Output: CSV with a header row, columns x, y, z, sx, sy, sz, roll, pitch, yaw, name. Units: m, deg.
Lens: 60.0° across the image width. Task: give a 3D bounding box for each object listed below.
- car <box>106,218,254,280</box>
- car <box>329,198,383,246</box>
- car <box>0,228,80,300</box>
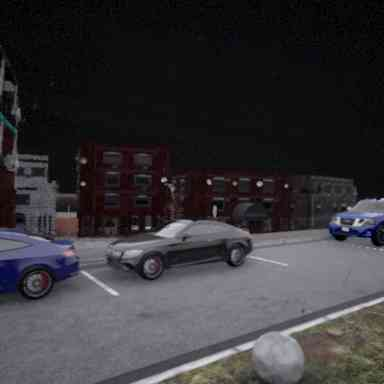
x,y,z,sx,sy,sz,roll,pitch,yaw,name
-0.181,1.522,10.001,4.674,1.452,2.002,0,0,-34,car
9.099,1.331,15.999,5.566,2.045,2.435,1,-1,-31,car
-4.748,1.506,6.861,4.674,1.452,2.002,0,0,-35,car
